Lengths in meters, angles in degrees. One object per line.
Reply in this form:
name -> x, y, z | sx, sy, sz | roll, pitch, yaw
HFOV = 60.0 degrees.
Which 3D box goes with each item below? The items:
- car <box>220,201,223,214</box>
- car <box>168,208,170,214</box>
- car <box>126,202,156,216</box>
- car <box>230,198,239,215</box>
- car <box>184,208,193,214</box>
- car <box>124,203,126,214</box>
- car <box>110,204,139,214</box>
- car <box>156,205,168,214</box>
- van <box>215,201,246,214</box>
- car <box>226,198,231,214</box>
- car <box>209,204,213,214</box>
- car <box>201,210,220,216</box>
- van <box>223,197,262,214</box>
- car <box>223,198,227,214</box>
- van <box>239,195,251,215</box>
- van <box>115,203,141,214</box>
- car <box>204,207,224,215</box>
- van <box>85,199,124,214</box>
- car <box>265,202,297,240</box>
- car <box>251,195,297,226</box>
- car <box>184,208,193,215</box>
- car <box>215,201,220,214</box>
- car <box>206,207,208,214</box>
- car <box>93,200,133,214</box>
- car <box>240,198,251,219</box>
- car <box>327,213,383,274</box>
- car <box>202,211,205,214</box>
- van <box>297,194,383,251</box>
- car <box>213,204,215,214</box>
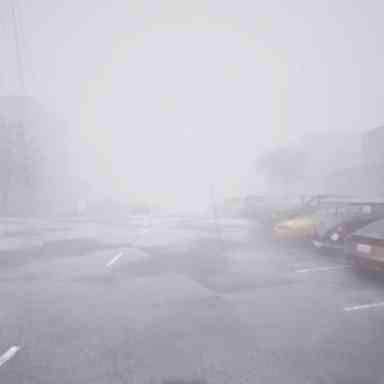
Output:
car -> 6.232, 1.813, 38.291 | 5.008, 1.535, 2.097 | 2, -3, -21
car -> -5.664, 3.926, 70.012 | 1.882, 1.535, 5.008 | 0, -4, -1
car -> -5.261, 1.766, 35.002 | 1.994, 1.385, 4.181 | 0, -2, 0
car -> 6.311, 1.514, 29.520 | 4.892, 1.521, 2.231 | 1, -2, -20
car -> -0.683, 4.109, 71.022 | 1.895, 1.301, 4.718 | 0, -5, -1
car -> -11.715, 2.146, 46.220 | 4.553, 1.767, 2.185 | 0, -4, -21
car -> -11.825, 2.944, 58.183 | 4.553, 1.767, 2.185 | 1, -4, -21
car -> -5.463, 2.876, 54.497 | 1.994, 1.385, 4.181 | 0, -4, 0
van -> 6.152, 2.450, 52.981 | 4.442, 1.987, 1.878 | 2, -4, -21
car -> 6.452, 1.594, 32.514 | 5.366, 1.575, 1.946 | 1, -2, -20
car -> 6.004, 2.868, 55.851 | 5.008, 1.535, 2.097 | 2, -4, -21
car -> 5.209, 5.973, 93.860 | 4.892, 1.521, 2.231 | 3, -6, -21
van -> 6.305, 1.733, 41.271 | 4.442, 1.987, 1.878 | 2, -4, -21
car -> 6.260, 1.693, 35.367 | 4.892, 1.521, 2.231 | 2, -3, -21
van -> 6.437, 1.229, 26.643 | 4.442, 1.987, 1.878 | 1, -2, -20
van -> -11.799, 3.059, 61.215 | 4.442, 1.987, 1.878 | 1, -5, -21
car -> 5.471, 4.790, 82.177 | 4.553, 1.767, 2.185 | 3, -6, -21
van -> -11.536, 1.868, 43.291 | 4.442, 1.987, 1.878 | 1, -3, -21
car -> 6.215, 1.400, 14.807 | 5.366, 1.575, 1.946 | 1, 0, -20
car -> 6.355, 1.141, 17.797 | 5.566, 2.045, 2.435 | 1, 0, -20
car -> -0.892, 4.710, 81.029 | 2.128, 1.511, 4.902 | 0, -5, -1
car -> 6.126, 2.332, 47.059 | 4.674, 1.452, 2.002 | 2, -4, -21
car -> 5.847, 3.499, 64.627 | 4.892, 1.521, 2.231 | 2, -5, -21
car -> -11.704, 2.213, 49.243 | 5.566, 2.045, 2.435 | 1, -4, -21
car -> 6.336, 1.413, 23.676 | 4.892, 1.521, 2.231 | 1, -1, -20
car -> 6.431, 1.467, 9.015 | 4.792, 1.488, 2.163 | 1, 0, -20
car -> 5.774, 3.698, 70.514 | 5.566, 2.045, 2.435 | 3, -5, -21
van -> 6.292, 1.194, 11.890 | 4.442, 1.987, 1.878 | 1, 1, -20
car -> 6.086, 2.519, 49.992 | 4.674, 1.452, 2.002 | 2, -4, -21
